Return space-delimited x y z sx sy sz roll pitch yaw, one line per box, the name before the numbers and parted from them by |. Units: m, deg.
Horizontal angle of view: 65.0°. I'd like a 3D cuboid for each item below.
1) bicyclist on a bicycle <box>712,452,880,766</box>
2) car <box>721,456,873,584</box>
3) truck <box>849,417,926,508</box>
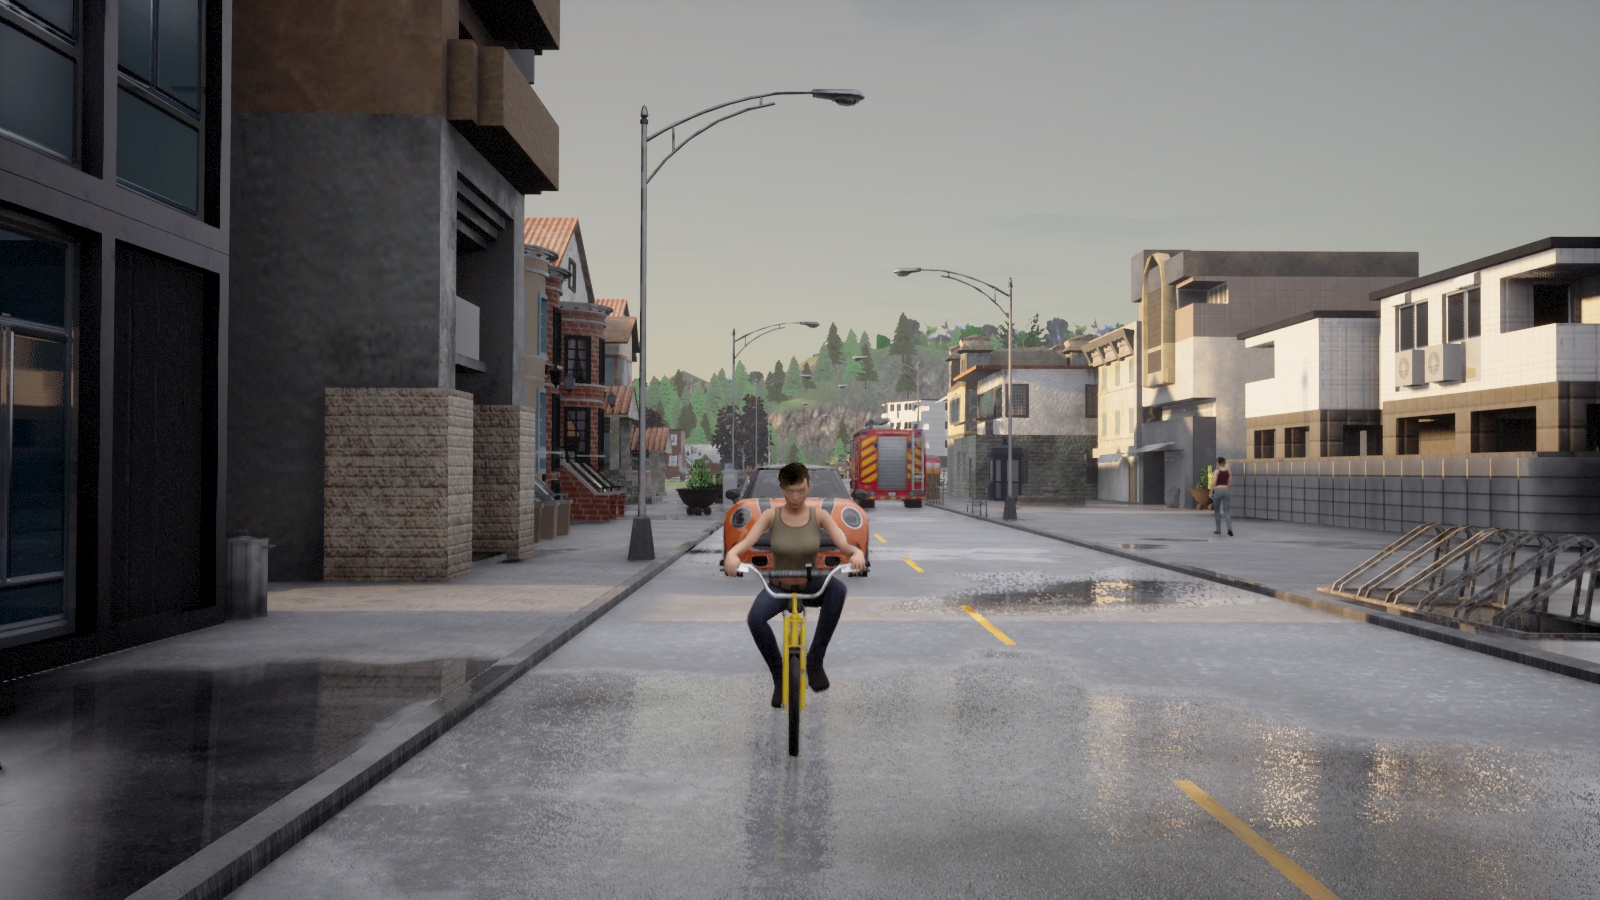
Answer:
bicyclist on a bicycle | -0.023 0.870 7.265 0.866 1.612 1.509 0 -4 0
car | -0.050 1.002 19.600 2.097 1.767 4.553 0 -1 0
truck | 3.852 0.591 57.048 2.891 3.827 8.468 0 -1 0
